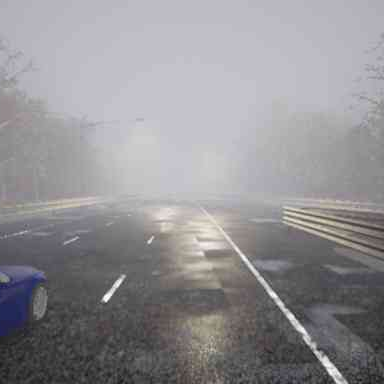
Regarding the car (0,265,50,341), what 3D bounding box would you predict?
[{"bbox_3d":[-3.415,1.495,3.975,1.812,1.442,4.674,0,0,0],"label":"car"}]
